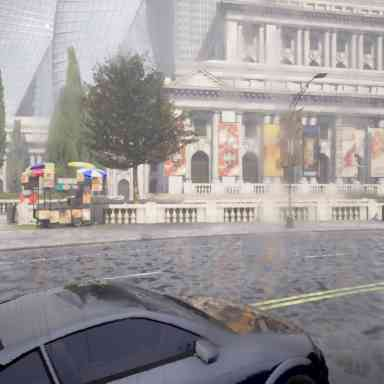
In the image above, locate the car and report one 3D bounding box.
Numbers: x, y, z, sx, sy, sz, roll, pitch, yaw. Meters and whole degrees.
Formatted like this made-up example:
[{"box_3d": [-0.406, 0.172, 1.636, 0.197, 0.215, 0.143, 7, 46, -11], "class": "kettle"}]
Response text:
[{"box_3d": [-0.702, 1.563, 2.965, 4.181, 1.385, 1.994, 0, 0, -33], "class": "car"}]
